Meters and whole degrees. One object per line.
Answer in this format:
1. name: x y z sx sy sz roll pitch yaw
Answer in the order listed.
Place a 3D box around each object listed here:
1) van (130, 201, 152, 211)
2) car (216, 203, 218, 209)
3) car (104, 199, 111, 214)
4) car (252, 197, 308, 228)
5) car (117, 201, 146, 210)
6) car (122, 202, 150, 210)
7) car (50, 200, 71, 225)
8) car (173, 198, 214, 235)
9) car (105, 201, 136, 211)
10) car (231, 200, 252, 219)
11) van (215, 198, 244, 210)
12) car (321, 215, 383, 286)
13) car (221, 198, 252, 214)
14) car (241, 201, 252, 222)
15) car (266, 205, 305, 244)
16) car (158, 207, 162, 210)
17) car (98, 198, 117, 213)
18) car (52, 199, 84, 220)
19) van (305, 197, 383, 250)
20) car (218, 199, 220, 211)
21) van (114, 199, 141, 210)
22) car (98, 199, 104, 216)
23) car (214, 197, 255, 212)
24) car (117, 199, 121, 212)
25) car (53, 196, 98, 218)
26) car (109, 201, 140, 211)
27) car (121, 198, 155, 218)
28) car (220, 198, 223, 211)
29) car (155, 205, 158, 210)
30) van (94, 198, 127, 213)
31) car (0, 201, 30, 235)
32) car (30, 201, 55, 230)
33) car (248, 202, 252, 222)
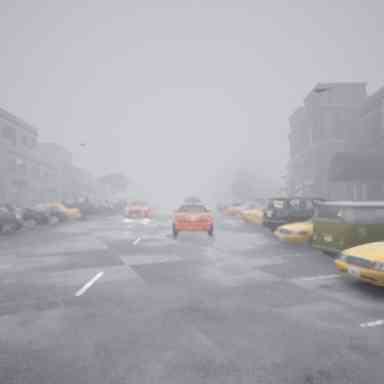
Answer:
1. van: -11.272 3.077 73.385 4.442 1.987 1.878 1 -4 -19
2. car: 6.428 2.087 47.458 4.792 1.488 2.163 1 -2 -20
3. car: -11.461 1.770 35.352 4.892 1.521 2.231 0 -1 -20
4. car: 6.368 1.298 17.540 5.566 2.045 2.435 1 -1 -20
5. car: -11.306 2.565 61.732 5.008 1.535 2.097 0 -3 -19
6. car: -11.408 2.890 67.507 5.366 1.575 1.946 0 -4 -19
7. car: -11.486 1.589 23.616 5.008 1.535 2.097 -1 -1 -20
8. car: 0.045 1.417 19.157 2.097 1.767 4.553 0 0 0
9. car: -11.380 2.259 52.954 4.674 1.452 2.002 0 -2 -20
10. car: 6.160 1.628 26.438 5.366 1.575 1.946 1 -1 -20
11. van: 6.356 2.107 56.389 4.442 1.987 1.878 1 -3 -19
12. car: 6.196 1.509 8.477 5.366 1.575 1.946 1 0 -20
13. car: 6.174 1.773 35.411 5.366 1.575 1.946 1 -1 -20
14. car: 6.507 1.601 23.573 5.366 1.575 1.946 1 -1 -20
15. car: 6.173 1.527 14.469 5.366 1.575 1.946 1 0 -20
16. car: -11.009 3.819 82.197 5.566 2.045 2.435 1 -6 -19
17. car: -11.428 1.702 38.293 4.553 1.767 2.185 0 -1 -20
18. car: -11.654 1.622 26.489 5.366 1.575 1.946 -1 0 -20
19. van: 6.470 1.297 11.581 4.442 1.987 1.878 1 0 -20
20. car: 6.379 2.018 44.454 4.674 1.452 2.002 1 -2 -20
21. van: -11.441 2.205 58.775 4.442 1.987 1.878 0 -2 -20
22. car: -11.468 1.714 32.415 4.892 1.521 2.231 -1 -1 -20
23. car: 6.402 1.891 50.428 5.566 2.045 2.435 1 -2 -20
24. car: -11.419 1.925 41.232 4.792 1.488 2.163 0 -2 -20
25. car: -11.508 1.416 29.473 5.566 2.045 2.435 -1 -1 -20
26. car: -11.325 2.346 55.886 4.792 1.488 2.163 0 -2 -20
27. car: -5.149 1.585 32.218 2.097 1.767 4.553 0 -1 0
28. car: 6.340 1.780 41.459 4.553 1.767 2.185 1 -2 -20
29. car: -11.111 3.538 76.320 4.892 1.521 2.231 1 -4 -19
30. van: -11.527 1.820 47.049 4.442 1.987 1.878 0 -1 -20
31. car: -11.444 1.408 17.754 4.553 1.767 2.185 -1 0 -20
32. car: -11.471 1.557 20.684 5.008 1.535 2.097 -1 0 -20
33. car: 6.511 1.571 20.581 5.366 1.575 1.946 1 -1 -20
